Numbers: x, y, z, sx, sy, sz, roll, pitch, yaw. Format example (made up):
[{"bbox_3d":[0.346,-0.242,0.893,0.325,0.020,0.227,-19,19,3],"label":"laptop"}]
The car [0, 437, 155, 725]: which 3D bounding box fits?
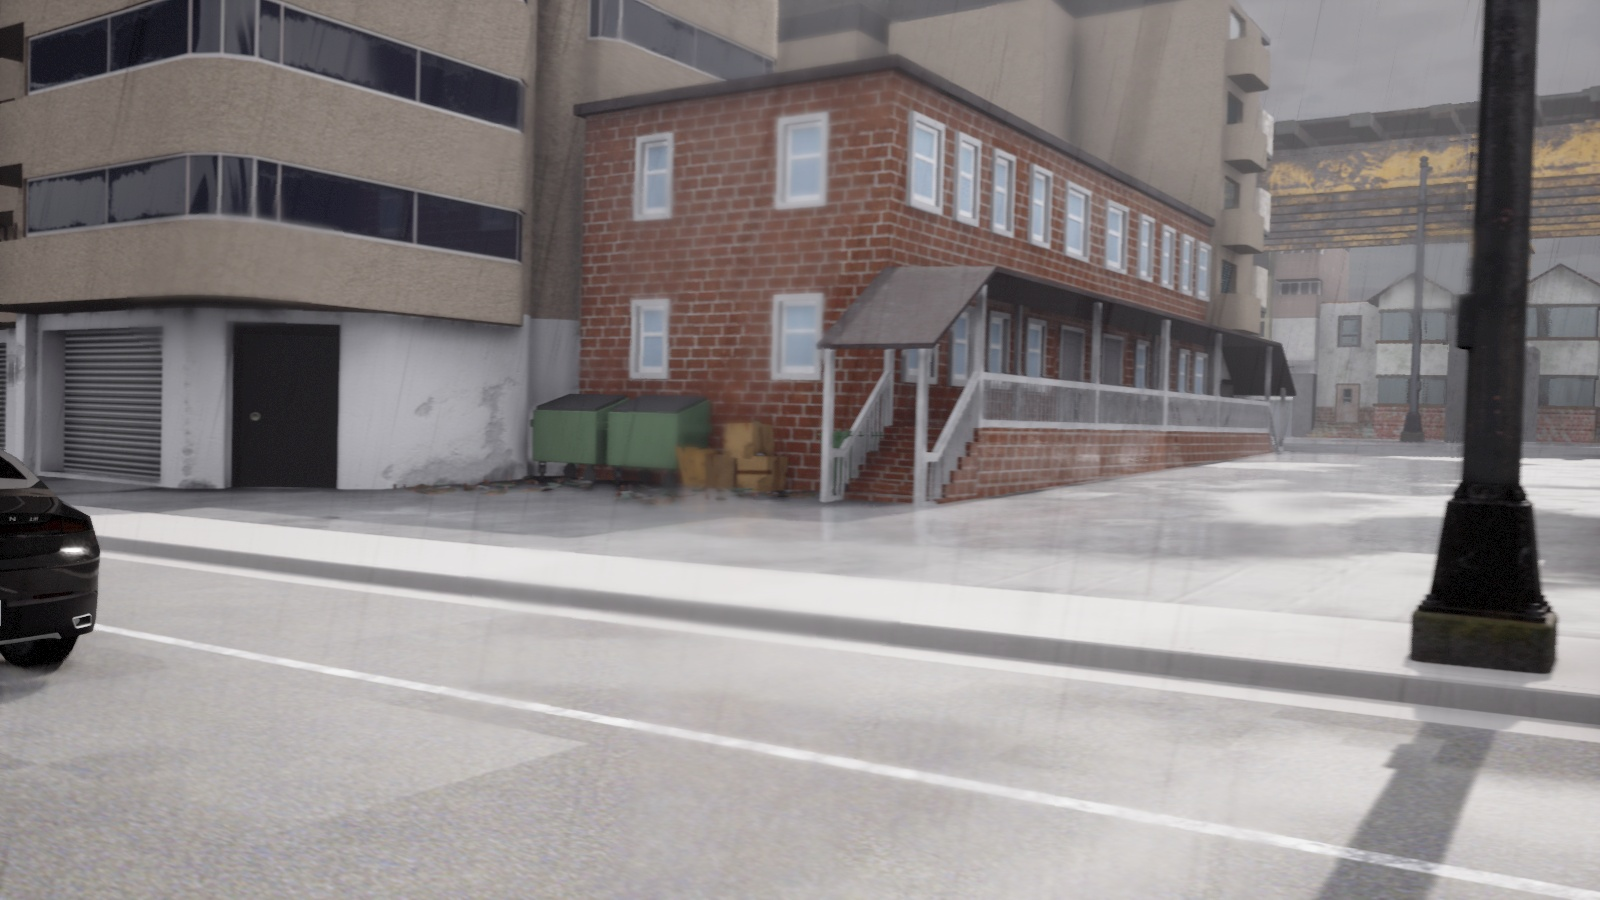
[{"bbox_3d":[-6.247,0.678,7.775,4.892,1.490,1.837,0,1,34],"label":"car"}]
